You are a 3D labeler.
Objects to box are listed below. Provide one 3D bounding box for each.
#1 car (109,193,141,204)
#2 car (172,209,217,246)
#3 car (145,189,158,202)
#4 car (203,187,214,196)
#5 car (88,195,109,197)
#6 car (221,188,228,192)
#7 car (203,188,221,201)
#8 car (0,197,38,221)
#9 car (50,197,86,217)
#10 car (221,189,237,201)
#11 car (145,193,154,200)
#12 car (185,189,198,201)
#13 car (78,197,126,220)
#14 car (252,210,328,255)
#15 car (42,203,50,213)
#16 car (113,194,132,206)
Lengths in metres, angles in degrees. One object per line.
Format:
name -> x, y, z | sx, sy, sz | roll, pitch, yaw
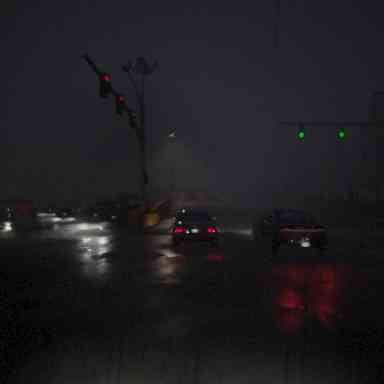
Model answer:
car -> -7.074, 1.081, 36.501 | 2.150, 2.045, 5.566 | 0, 0, 0
car -> 0.108, 1.490, 14.914 | 2.033, 1.411, 5.357 | 0, 0, 0
car -> -7.072, 0.584, 57.230 | 2.150, 2.045, 5.566 | 0, 3, 0
car -> 3.368, -0.076, 69.171 | 1.994, 1.385, 4.181 | 0, 7, 0
car -> -10.570, 1.392, 40.379 | 2.033, 1.411, 5.357 | 0, 0, 0
car -> 6.868, -0.129, 69.182 | 1.837, 1.490, 4.892 | 0, 7, 0
car -> 3.418, 0.591, 59.228 | 2.097, 1.767, 4.553 | 0, 4, 0
car -> -14.086, 1.251, 26.243 | 2.097, 1.767, 4.553 | 0, 0, 0
car -> -10.582, 1.431, 30.314 | 2.033, 1.411, 5.357 | 0, 0, 0
car -> 6.917, 0.785, 59.536 | 1.994, 1.385, 4.181 | 0, 4, 0
car -> -7.049, 1.330, 46.740 | 2.033, 1.411, 5.357 | 0, 1, 0
car -> -0.081, 0.751, 59.129 | 1.837, 1.490, 4.892 | 0, 4, 0
car -> -7.053, 1.389, 26.649 | 2.128, 1.511, 4.902 | 0, 0, -1
car -> 3.607, 1.441, 12.986 | 2.128, 1.511, 4.902 | 0, 0, 0
car -> -14.075, 1.410, 35.708 | 2.033, 1.411, 5.357 | 0, 0, 0
car -> -10.539, 1.155, 50.634 | 1.882, 1.535, 5.008 | 0, 2, 0
